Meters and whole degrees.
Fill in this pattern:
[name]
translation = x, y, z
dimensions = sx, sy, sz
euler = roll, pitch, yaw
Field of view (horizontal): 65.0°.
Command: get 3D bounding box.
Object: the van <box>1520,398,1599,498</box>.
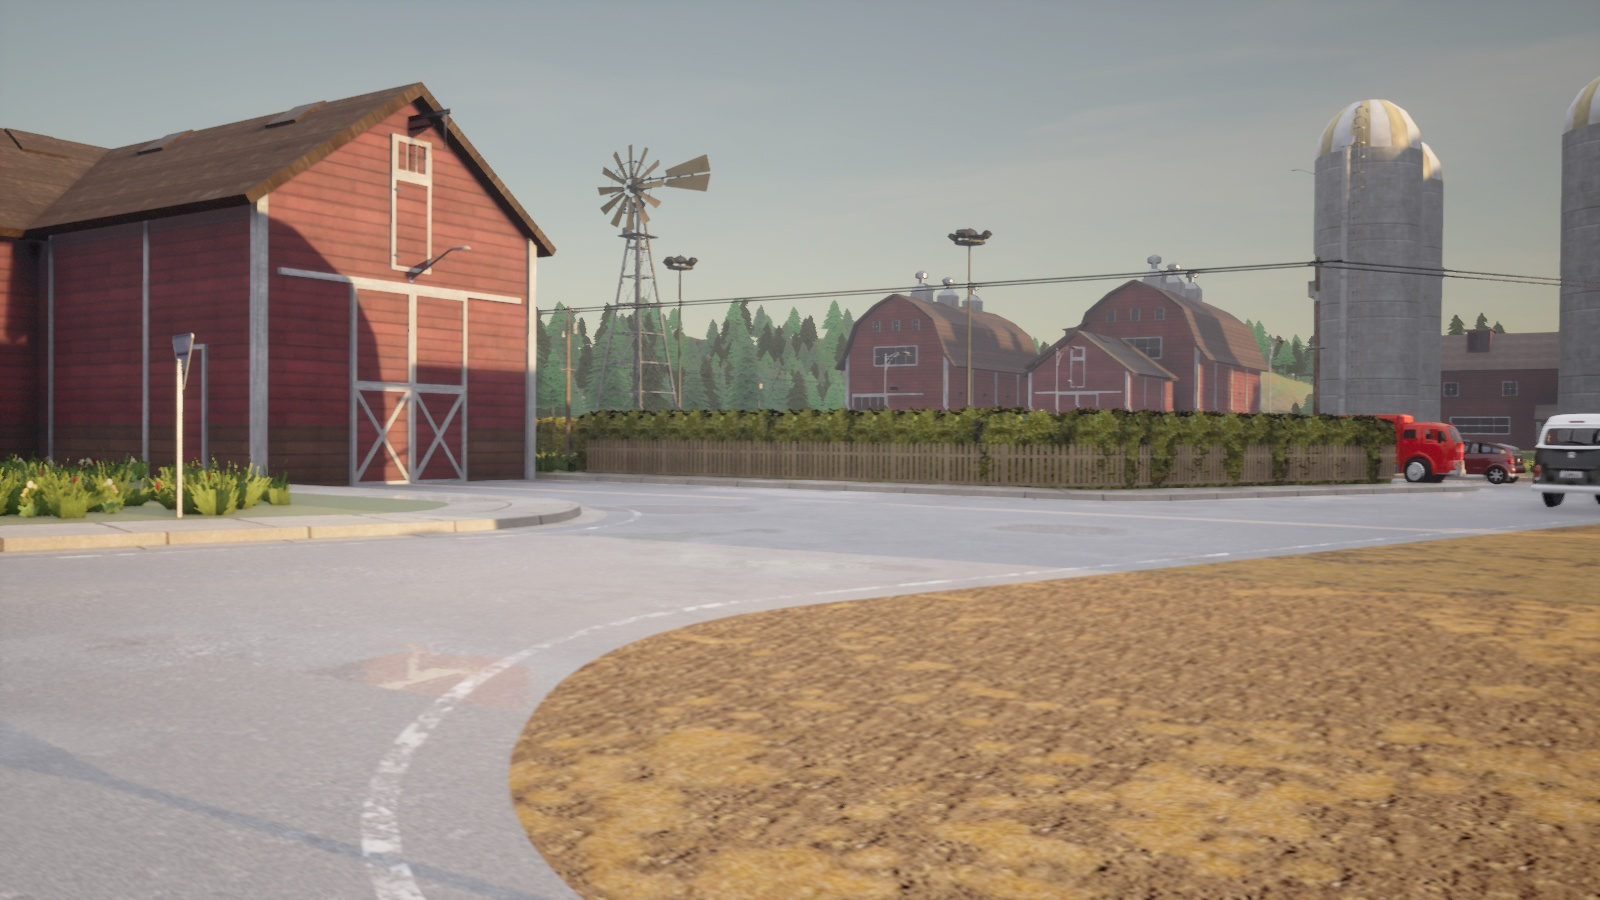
[van]
translation = 17.956, -0.076, 27.494
dimensions = 4.480, 2.038, 2.069
euler = -1, 1, -35

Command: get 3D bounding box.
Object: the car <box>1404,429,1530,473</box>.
[car]
translation = 24.490, 0.005, 46.166
dimensions = 3.705, 1.549, 1.789
euler = 0, 1, 44

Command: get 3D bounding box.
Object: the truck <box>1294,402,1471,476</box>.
[truck]
translation = 20.630, -0.400, 44.577
dimensions = 5.204, 2.467, 2.627
euler = 0, 1, 40
